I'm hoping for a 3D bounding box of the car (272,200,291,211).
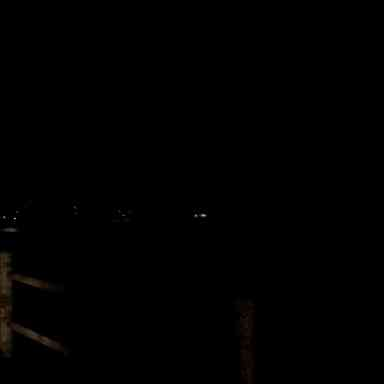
[{"bbox_3d":[15.982,2.339,59.204,2.097,1.767,4.553,-1,-1,38],"label":"car"}]

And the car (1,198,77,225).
[{"bbox_3d":[-11.831,1.507,26.195,2.150,2.045,5.566,-1,-1,36],"label":"car"}]

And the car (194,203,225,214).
[{"bbox_3d":[2.477,2.241,45.706,2.033,1.411,5.357,-1,-1,36],"label":"car"}]

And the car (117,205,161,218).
[{"bbox_3d":[-5.508,2.066,34.830,1.895,1.301,4.718,-1,-1,36],"label":"car"}]
